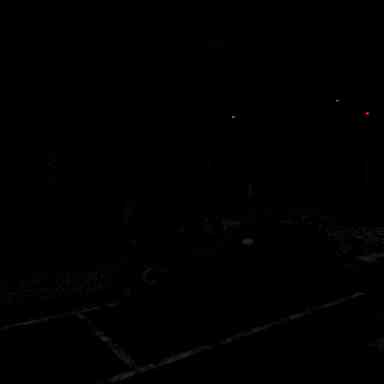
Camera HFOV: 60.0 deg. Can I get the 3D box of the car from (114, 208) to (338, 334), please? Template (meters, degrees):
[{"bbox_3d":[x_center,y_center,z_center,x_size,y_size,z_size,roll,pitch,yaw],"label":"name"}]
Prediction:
[{"bbox_3d":[0.994,1.297,6.898,5.009,1.841,2.192,0,0,-36],"label":"car"}]
